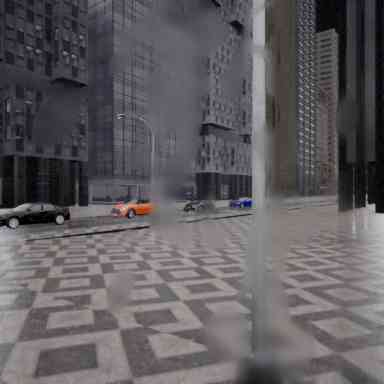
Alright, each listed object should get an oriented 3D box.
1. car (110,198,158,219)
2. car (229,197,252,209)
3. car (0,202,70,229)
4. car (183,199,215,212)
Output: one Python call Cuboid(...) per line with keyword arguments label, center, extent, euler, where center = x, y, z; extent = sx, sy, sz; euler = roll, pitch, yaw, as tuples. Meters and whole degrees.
Cuboid(label="car", center=(-5.036, 1.320, 29.392), extent=(2.097, 1.767, 4.553), euler=(0, 0, 36))
Cuboid(label="car", center=(6.884, 1.419, 45.601), extent=(1.882, 1.535, 5.008), euler=(0, 0, 38))
Cuboid(label="car", center=(-10.527, 1.458, 21.890), extent=(1.882, 1.535, 5.008), euler=(0, 0, 36))
Cuboid(label="car", center=(0.864, 1.519, 37.453), extent=(1.994, 1.385, 4.181), euler=(0, 0, 36))
